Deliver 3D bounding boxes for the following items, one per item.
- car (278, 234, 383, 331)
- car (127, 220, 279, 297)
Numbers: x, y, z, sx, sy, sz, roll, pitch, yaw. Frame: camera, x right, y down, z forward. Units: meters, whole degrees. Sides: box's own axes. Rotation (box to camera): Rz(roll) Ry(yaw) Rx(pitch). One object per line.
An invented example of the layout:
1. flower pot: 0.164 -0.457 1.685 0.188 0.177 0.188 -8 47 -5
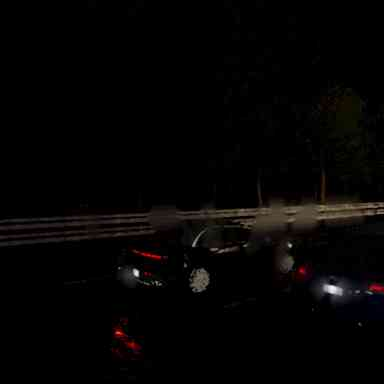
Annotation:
1. car: 3.914 1.548 6.556 4.181 1.385 1.994 0 0 -36
2. car: 0.757 1.492 8.600 4.892 1.490 1.837 0 0 -36
